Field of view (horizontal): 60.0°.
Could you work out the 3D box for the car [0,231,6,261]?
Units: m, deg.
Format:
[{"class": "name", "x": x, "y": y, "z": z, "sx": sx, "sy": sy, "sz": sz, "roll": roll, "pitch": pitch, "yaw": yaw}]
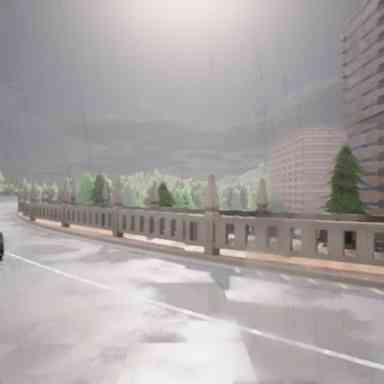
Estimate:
[{"class": "car", "x": -7.893, "y": 1.520, "z": 11.260, "sx": 4.892, "sy": 1.490, "sz": 1.837, "roll": 1, "pitch": 1, "yaw": 44}]
